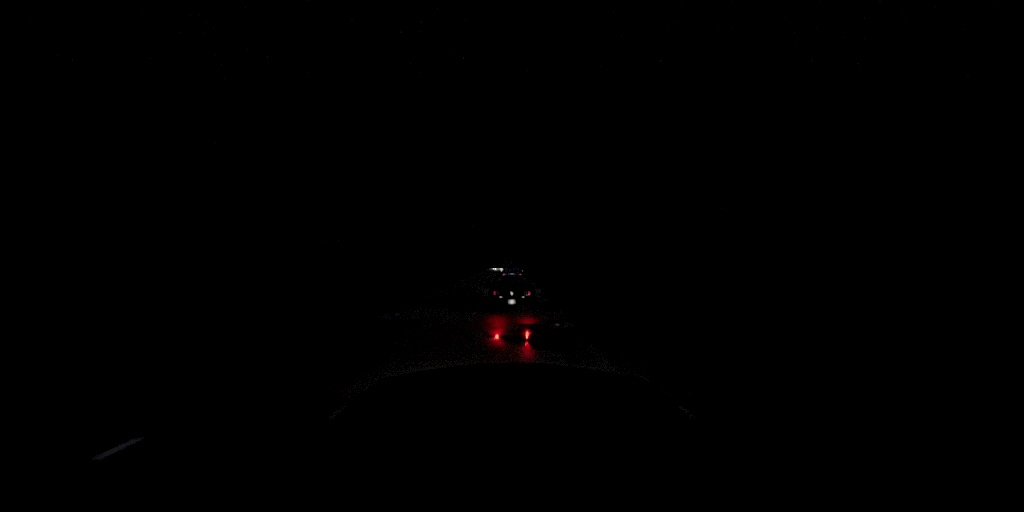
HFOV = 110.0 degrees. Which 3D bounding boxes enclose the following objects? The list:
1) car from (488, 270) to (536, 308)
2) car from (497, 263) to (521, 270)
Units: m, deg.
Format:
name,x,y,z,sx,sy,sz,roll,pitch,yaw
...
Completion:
name,x,y,z,sx,sy,sz,roll,pitch,yaw
car,0.000,1.476,15.966,1.895,1.301,4.718,0,0,0
car,-0.003,1.543,30.848,2.033,1.411,5.357,0,0,0
